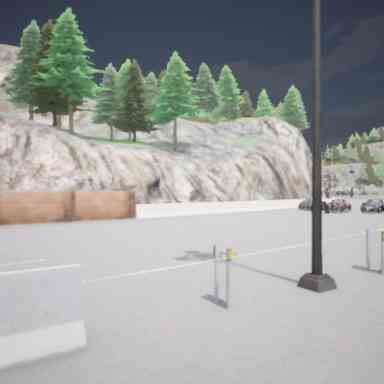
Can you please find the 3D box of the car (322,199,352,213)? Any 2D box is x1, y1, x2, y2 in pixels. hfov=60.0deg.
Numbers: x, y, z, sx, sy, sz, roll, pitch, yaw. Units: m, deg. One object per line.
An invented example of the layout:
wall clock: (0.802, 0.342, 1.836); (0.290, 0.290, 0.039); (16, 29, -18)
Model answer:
car: (17.144, 1.588, 38.711); (1.812, 1.442, 4.674); (0, 0, 41)

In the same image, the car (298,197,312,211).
car: (15.064, 1.423, 41.649); (2.097, 1.767, 4.553); (0, 0, 41)

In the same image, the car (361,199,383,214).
car: (20.225, 1.548, 36.925); (2.128, 1.511, 4.902); (0, 0, 41)
